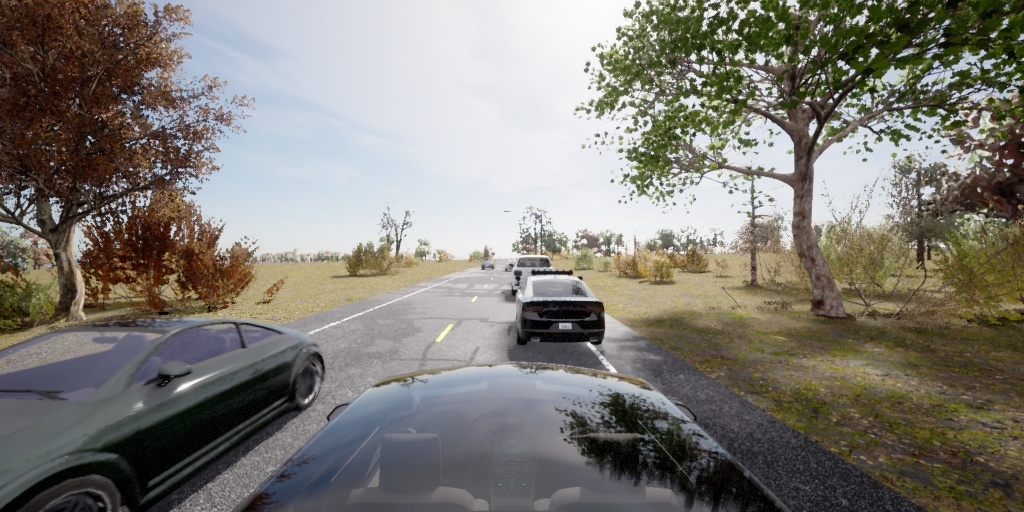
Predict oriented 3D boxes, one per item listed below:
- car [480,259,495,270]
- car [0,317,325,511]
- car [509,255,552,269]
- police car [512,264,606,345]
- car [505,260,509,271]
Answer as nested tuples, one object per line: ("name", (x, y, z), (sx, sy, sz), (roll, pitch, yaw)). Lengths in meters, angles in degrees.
("car", (-3.482, 1.249, 52.200), (2.128, 1.511, 4.902), (0, 0, 0))
("car", (-3.599, 1.314, 3.308), (1.994, 1.385, 4.181), (0, 0, 0))
("car", (1.057, 0.978, 19.566), (2.150, 2.045, 5.566), (0, 0, 0))
("police car", (1.053, 1.177, 9.644), (1.930, 1.638, 5.238), (0, 0, 0))
("car", (0.056, 1.283, 48.265), (1.812, 1.442, 4.674), (0, 0, 1))
